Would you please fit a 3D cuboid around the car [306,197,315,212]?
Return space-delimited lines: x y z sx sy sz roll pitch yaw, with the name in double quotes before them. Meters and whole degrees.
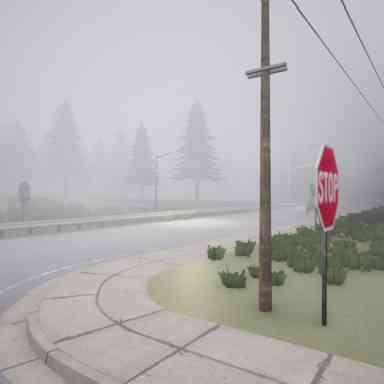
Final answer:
"car" 14.392 1.352 37.201 2.097 1.767 4.553 0 0 37
